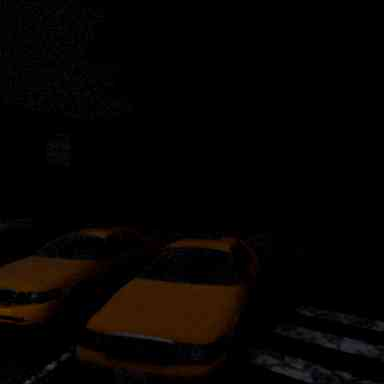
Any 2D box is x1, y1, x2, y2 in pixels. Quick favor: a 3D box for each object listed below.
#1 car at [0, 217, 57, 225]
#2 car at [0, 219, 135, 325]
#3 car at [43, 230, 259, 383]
[{"bbox_3d":[-4.685,1.513,9.452,2.231,1.521,4.892,0,-1,16],"label":"car"},{"bbox_3d":[-2.299,1.498,7.520,1.946,1.575,5.366,0,-1,16],"label":"car"},{"bbox_3d":[0.144,1.489,5.775,1.946,1.575,5.366,0,-1,16],"label":"car"}]
